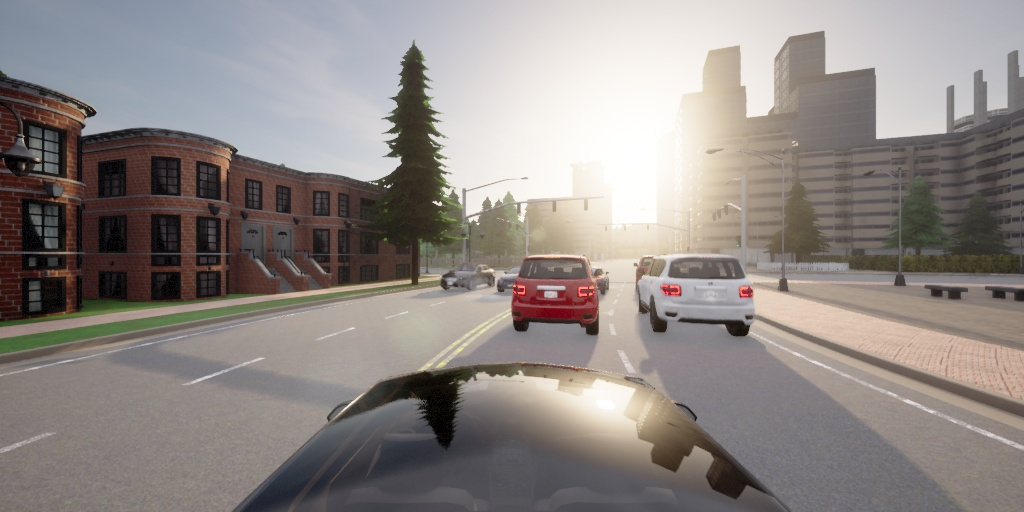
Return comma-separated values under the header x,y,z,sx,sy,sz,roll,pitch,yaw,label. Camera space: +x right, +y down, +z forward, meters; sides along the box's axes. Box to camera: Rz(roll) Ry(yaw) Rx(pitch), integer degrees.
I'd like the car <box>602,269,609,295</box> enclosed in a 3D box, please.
x,y,z,sx,sy,sz,roll,pitch,yaw,label
4.361,1.276,20.000,1.812,1.442,4.674,0,0,19,car

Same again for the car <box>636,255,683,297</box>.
x,y,z,sx,sy,sz,roll,pitch,yaw,label
8.168,0.971,20.335,2.150,2.045,5.566,0,0,19,car

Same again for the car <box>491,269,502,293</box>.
x,y,z,sx,sy,sz,roll,pitch,yaw,label
0.665,1.276,20.559,1.812,1.442,4.674,0,0,20,car

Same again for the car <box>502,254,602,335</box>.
x,y,z,sx,sy,sz,roll,pitch,yaw,label
1.493,0.971,10.806,2.150,2.045,5.566,0,0,13,car

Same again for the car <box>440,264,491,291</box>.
x,y,z,sx,sy,sz,roll,pitch,yaw,label
-2.557,1.243,21.960,2.128,1.511,4.902,0,0,20,car

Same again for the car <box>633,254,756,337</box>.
x,y,z,sx,sy,sz,roll,pitch,yaw,label
5.083,0.970,10.640,2.150,2.045,5.566,0,0,14,car
